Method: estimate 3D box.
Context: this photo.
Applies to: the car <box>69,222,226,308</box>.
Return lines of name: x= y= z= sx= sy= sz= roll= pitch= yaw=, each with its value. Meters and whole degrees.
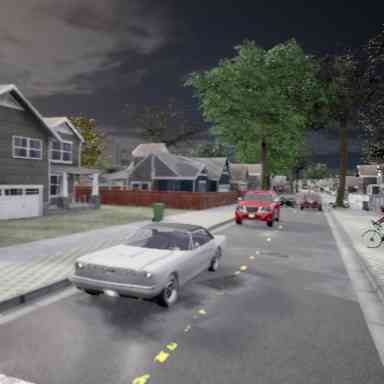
car: x=-0.654 y=1.468 z=7.962 sx=1.895 sy=1.301 sz=4.718 roll=2 pitch=1 yaw=21

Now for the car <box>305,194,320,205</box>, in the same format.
car: x=17.961 y=1.056 z=49.584 sx=1.837 sy=1.490 sz=4.892 roll=2 pitch=1 yaw=20

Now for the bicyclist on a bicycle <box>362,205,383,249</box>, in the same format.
bicyclist on a bicycle: x=7.069 y=1.300 z=12.032 sx=1.656 sy=1.620 sz=0.582 roll=2 pitch=1 yaw=20

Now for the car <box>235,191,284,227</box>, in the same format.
car: x=4.328 y=0.963 z=21.305 sx=2.150 sy=2.045 sz=5.566 roll=2 pitch=1 yaw=20

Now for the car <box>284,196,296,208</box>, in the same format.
car: x=11.461 y=1.161 z=40.300 sx=1.895 sy=1.301 sz=4.718 roll=2 pitch=1 yaw=21

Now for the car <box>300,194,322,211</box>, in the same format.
car: x=13.100 y=1.036 z=36.493 sx=2.097 sy=1.767 sz=4.553 roll=2 pitch=2 yaw=21
